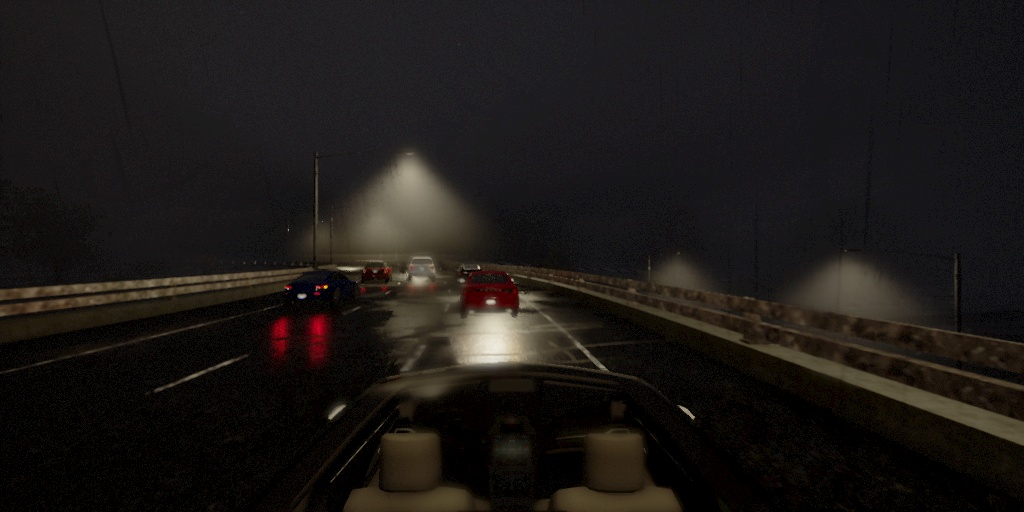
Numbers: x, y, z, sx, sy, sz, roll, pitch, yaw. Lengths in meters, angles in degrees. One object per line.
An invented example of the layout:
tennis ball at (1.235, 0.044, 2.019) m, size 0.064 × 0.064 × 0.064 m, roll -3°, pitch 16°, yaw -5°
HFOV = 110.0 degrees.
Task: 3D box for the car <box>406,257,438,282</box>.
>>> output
car at (-8.030, 1.127, 31.685) m, size 2.150 × 2.045 × 5.566 m, roll 0°, pitch 0°, yaw -16°

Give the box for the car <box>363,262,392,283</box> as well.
car at (-11.270, 1.255, 30.108) m, size 2.097 × 1.767 × 4.553 m, roll 0°, pitch 0°, yaw -15°

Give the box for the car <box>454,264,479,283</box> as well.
car at (-3.256, 1.368, 27.154) m, size 2.128 × 1.511 × 4.902 m, roll 0°, pitch 0°, yaw -14°

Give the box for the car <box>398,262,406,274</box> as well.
car at (-13.291, 1.482, 45.748) m, size 1.837 × 1.490 × 4.892 m, roll 0°, pitch -1°, yaw -23°

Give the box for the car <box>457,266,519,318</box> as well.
car at (-0.895, 1.284, 13.295) m, size 1.882 × 1.535 × 5.008 m, roll 0°, pitch -1°, yaw -6°

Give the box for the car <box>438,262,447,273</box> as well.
car at (-9.794, 1.455, 46.530) m, size 1.882 × 1.535 × 5.008 m, roll 0°, pitch -1°, yaw -23°

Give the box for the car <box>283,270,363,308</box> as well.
car at (-8.246, 1.355, 15.792) m, size 1.812 × 1.442 × 4.674 m, roll 0°, pitch 0°, yaw -8°
